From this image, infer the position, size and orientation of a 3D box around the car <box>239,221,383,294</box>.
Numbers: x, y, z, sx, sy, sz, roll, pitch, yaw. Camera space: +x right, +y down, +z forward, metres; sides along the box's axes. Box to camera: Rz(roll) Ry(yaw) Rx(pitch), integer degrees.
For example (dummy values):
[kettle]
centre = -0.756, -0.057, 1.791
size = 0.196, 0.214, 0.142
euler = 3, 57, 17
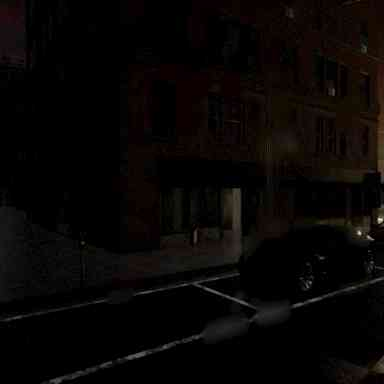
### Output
[car]
centre = 3.192, 1.566, 8.820
size = 4.313, 1.339, 1.947
euler = 0, 0, -36
